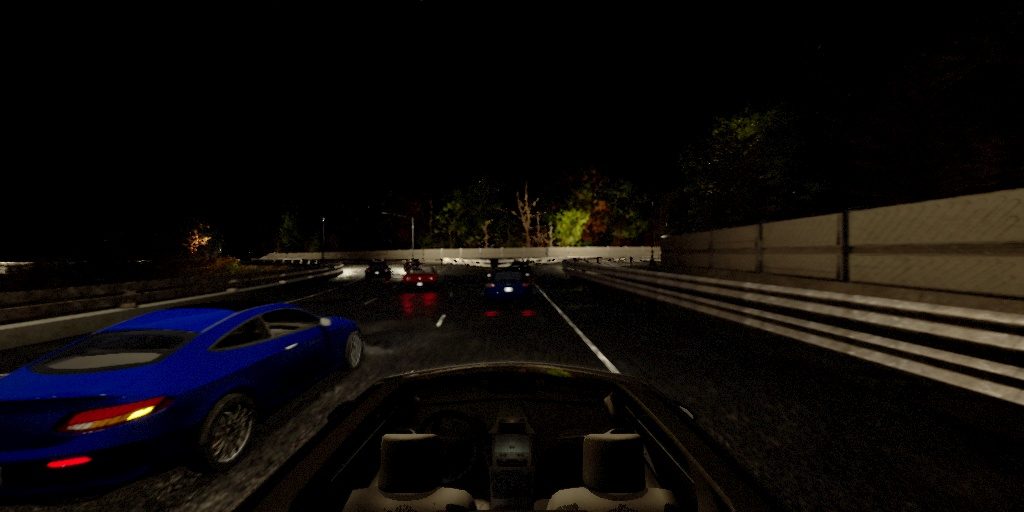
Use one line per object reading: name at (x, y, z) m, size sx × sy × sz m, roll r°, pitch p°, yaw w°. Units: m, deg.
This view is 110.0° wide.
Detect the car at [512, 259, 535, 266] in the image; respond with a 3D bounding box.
car at (1.052, 1.052, 33.691) m, size 2.128 × 1.511 × 4.902 m, roll -1°, pitch 0°, yaw 11°

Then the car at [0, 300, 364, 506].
car at (-3.592, 1.300, 4.676) m, size 1.812 × 1.442 × 4.674 m, roll -1°, pitch 0°, yaw -1°

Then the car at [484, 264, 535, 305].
car at (-0.150, 1.238, 15.762) m, size 1.994 × 1.385 × 4.181 m, roll -1°, pitch 0°, yaw -1°

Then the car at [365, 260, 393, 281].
car at (-11.158, 1.284, 30.224) m, size 1.994 × 1.385 × 4.181 m, roll -1°, pitch 0°, yaw -15°

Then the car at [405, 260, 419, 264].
car at (-12.009, 1.204, 43.458) m, size 2.033 × 1.411 × 5.357 m, roll -1°, pitch 0°, yaw -23°

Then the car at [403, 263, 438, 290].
car at (-5.616, 1.300, 22.428) m, size 1.895 × 1.301 × 4.718 m, roll -1°, pitch 0°, yaw -11°
